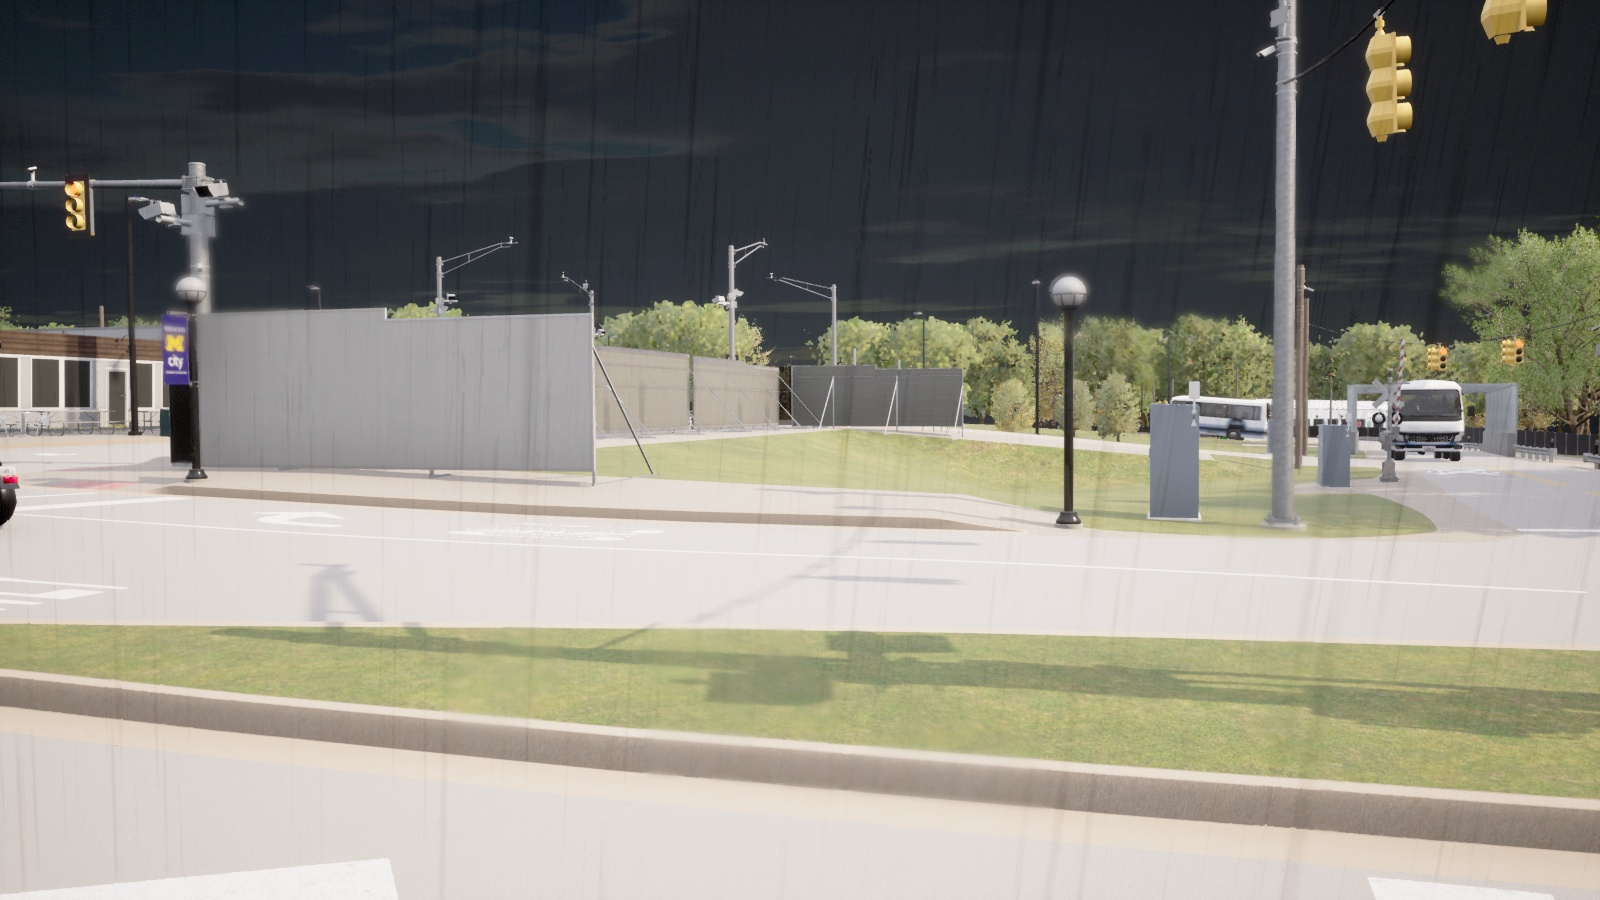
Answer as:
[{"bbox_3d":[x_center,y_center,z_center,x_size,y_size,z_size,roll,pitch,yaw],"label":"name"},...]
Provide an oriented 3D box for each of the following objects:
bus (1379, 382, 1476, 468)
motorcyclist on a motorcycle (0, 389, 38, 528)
[{"bbox_3d":[33.613,-1.328,67.657,3.944,4.253,10.273,1,1,23],"label":"bus"},{"bbox_3d":[-10.608,0.053,15.368,2.350,1.649,0.766,2,2,15],"label":"motorcyclist on a motorcycle"}]
